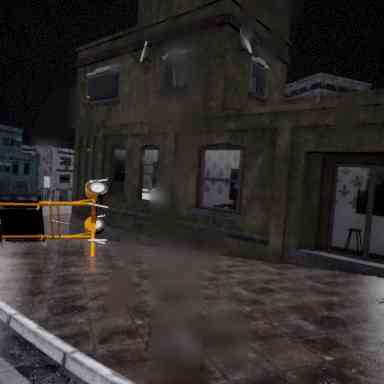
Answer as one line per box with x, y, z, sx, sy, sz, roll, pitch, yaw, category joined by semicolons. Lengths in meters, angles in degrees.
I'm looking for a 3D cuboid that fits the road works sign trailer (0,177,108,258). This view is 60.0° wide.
-4.861;1.154;11.776;3.560;2.380;2.880;2;43;-17;road works sign trailer
